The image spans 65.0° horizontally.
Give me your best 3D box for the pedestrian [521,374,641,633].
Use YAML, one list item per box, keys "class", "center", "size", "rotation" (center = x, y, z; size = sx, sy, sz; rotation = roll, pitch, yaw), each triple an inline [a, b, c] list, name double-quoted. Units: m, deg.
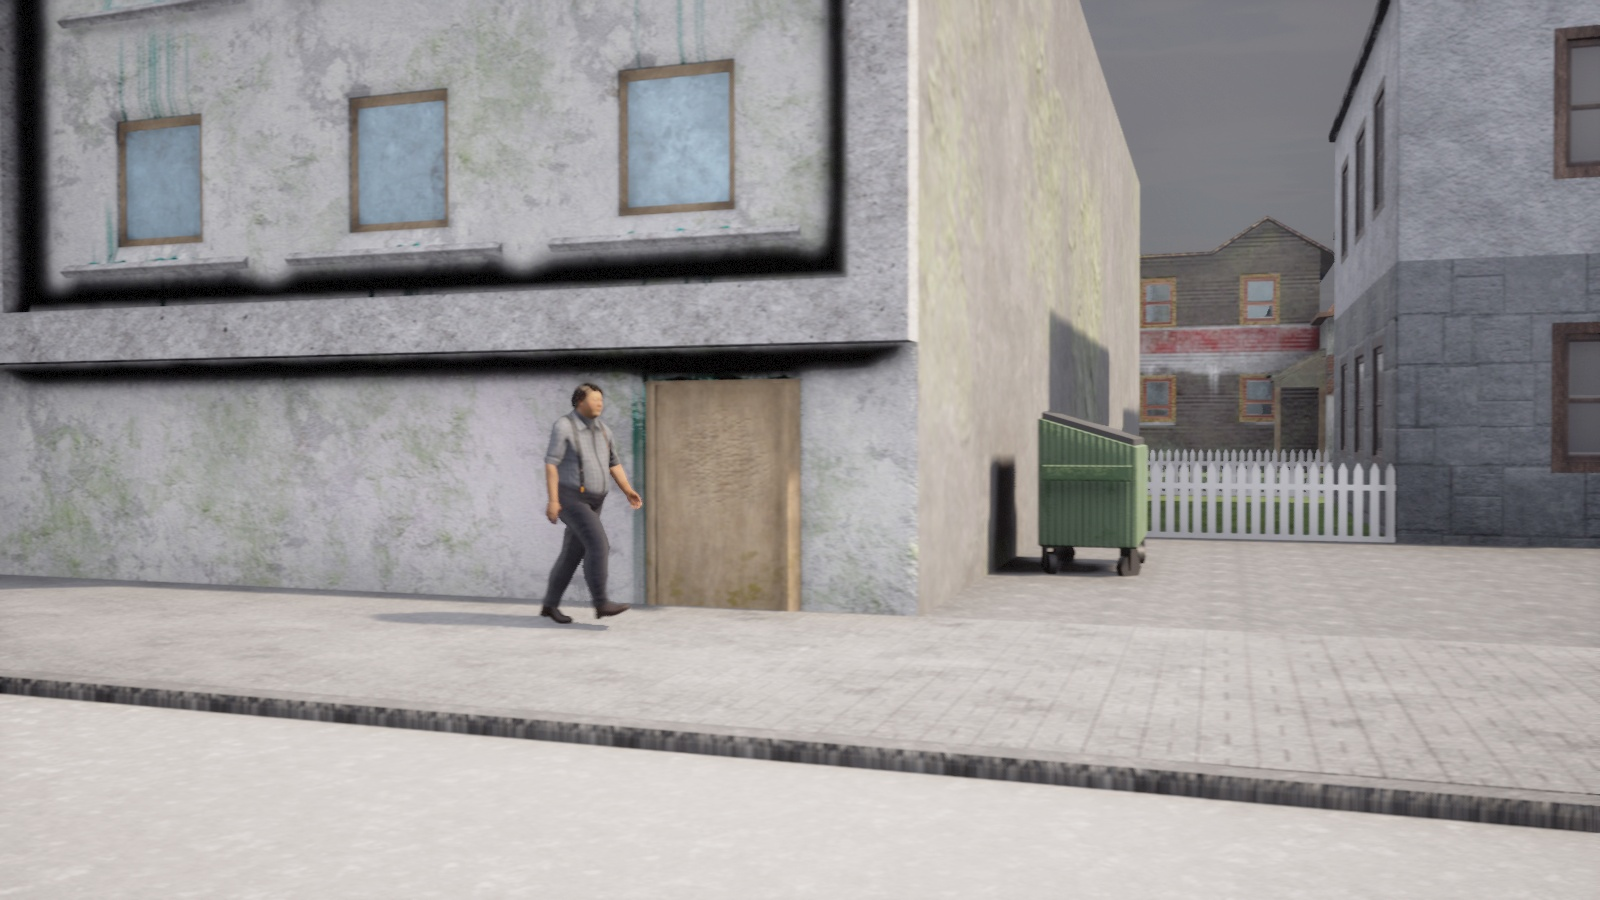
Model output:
- class: "pedestrian"
  center: [-1.632, 0.372, 9.362]
  size: [0.694, 1.848, 0.540]
  rotation: [1, 1, 30]
